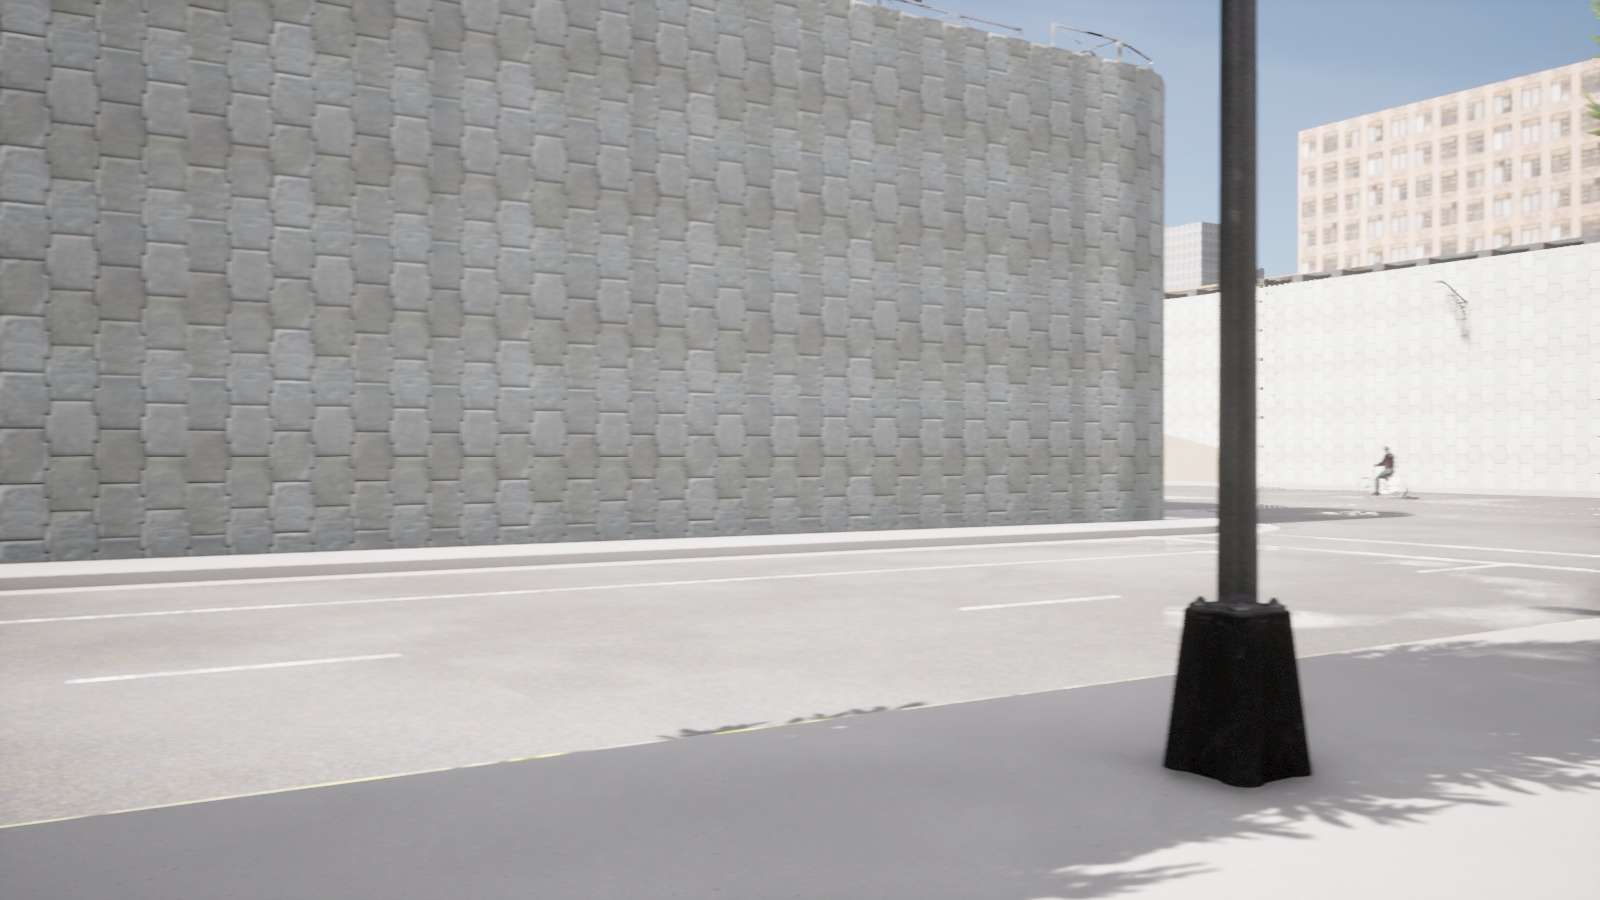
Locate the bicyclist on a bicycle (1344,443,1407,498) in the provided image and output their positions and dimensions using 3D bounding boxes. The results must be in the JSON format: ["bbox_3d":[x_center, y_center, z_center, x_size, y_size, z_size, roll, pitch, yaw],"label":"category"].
[{"bbox_3d":[19.077,0.663,41.656,0.659,1.776,1.843,0,0,-31],"label":"bicyclist on a bicycle"}]
